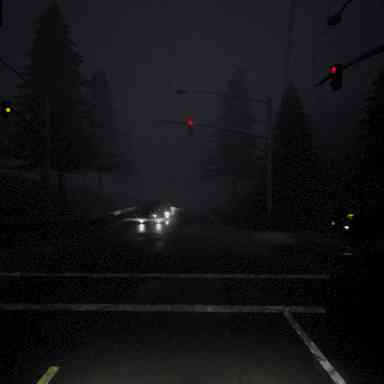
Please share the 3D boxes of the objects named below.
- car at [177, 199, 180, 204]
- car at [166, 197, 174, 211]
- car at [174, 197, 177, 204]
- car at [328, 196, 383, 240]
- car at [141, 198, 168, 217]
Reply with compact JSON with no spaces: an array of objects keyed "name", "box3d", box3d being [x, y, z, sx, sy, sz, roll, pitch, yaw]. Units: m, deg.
[{"name":"car","box3d":[-4.055,1.564,61.744,1.994,1.385,4.181,0,0,-39]},{"name":"car","box3d":[-3.624,1.601,40.974,1.895,1.301,4.718,0,0,0]},{"name":"car","box3d":[-3.875,1.601,51.105,1.895,1.301,4.718,0,0,-8]},{"name":"car","box3d":[9.697,1.210,16.298,5.566,2.045,2.150,1,0,0]},{"name":"car","box3d":[-3.619,1.505,31.239,1.837,1.490,4.892,0,0,0]}]
